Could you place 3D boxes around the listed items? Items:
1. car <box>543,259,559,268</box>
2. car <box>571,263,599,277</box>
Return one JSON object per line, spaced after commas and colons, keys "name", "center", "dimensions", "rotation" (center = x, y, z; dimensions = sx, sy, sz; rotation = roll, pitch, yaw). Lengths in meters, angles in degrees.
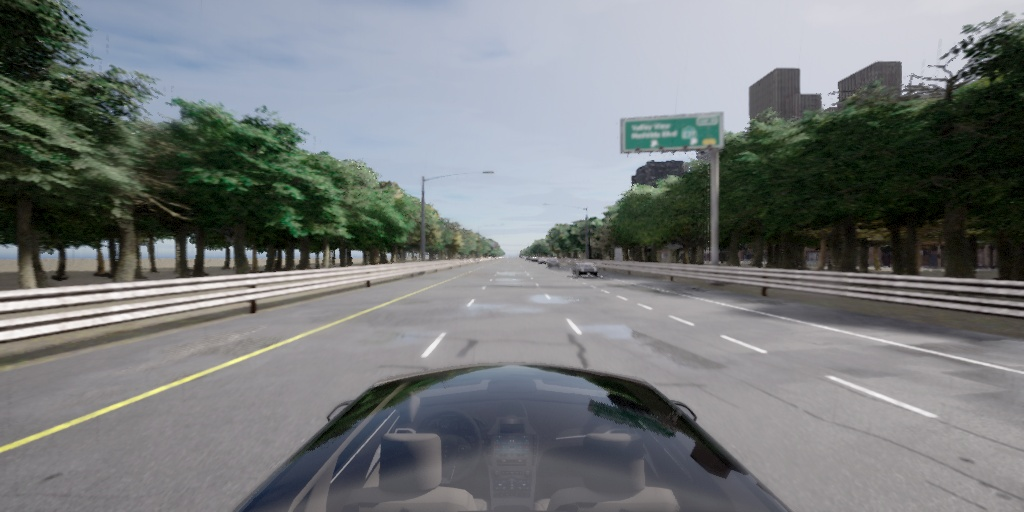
{"name": "car", "center": [7.022, 1.256, 61.874], "dimensions": [2.128, 1.511, 4.902], "rotation": [0, 0, 0]}
{"name": "car", "center": [7.011, 1.355, 34.964], "dimensions": [1.895, 1.301, 4.718], "rotation": [0, 0, 0]}
